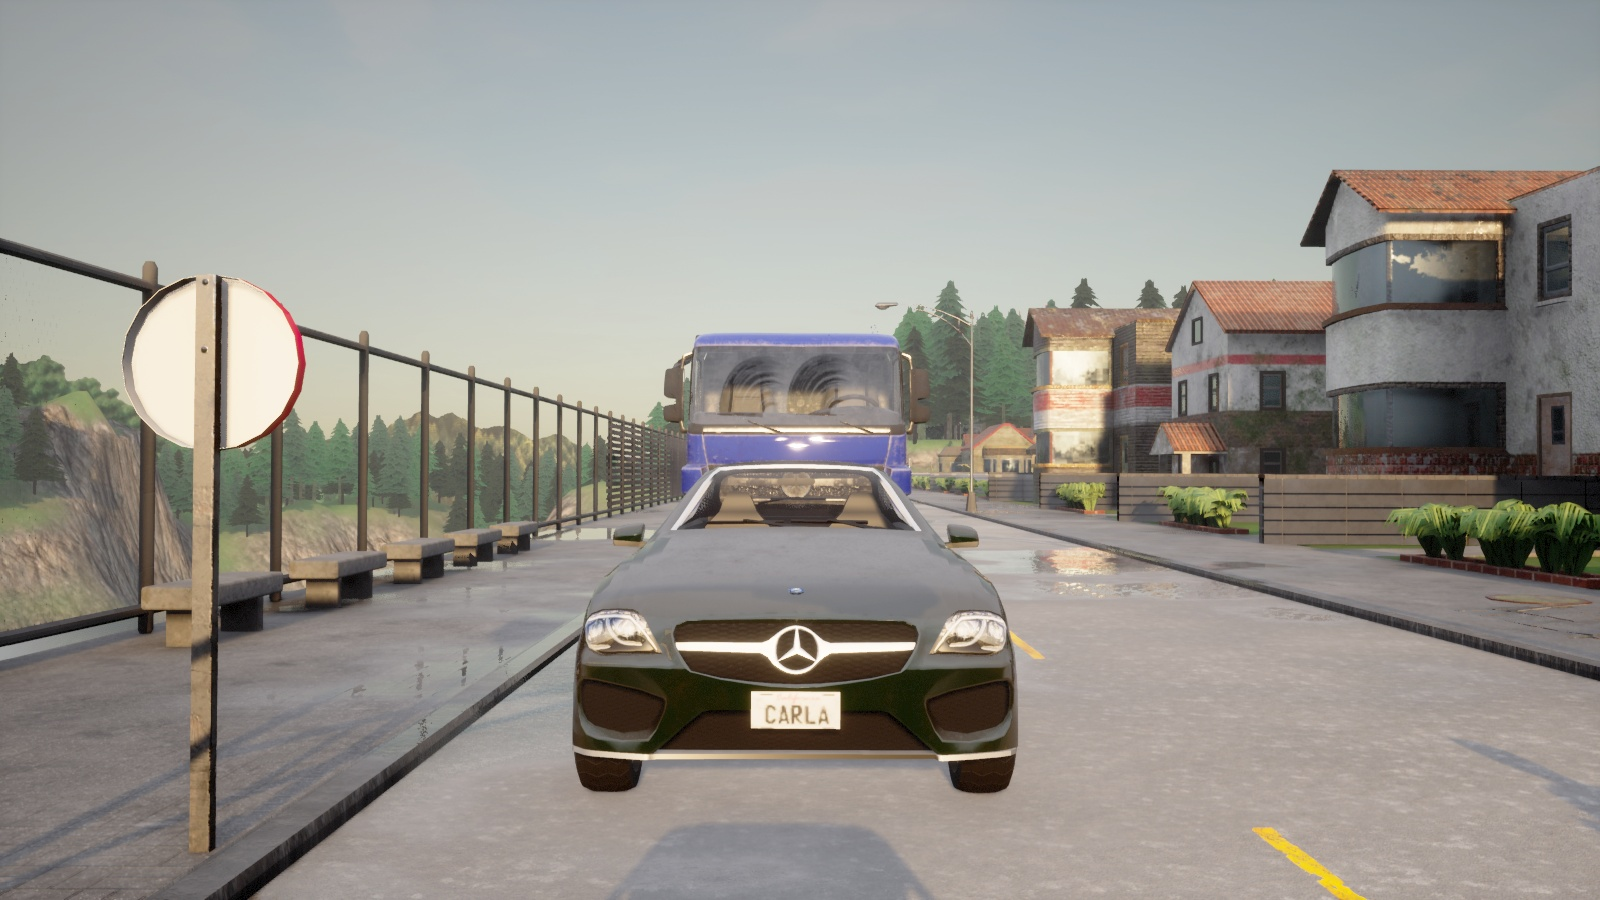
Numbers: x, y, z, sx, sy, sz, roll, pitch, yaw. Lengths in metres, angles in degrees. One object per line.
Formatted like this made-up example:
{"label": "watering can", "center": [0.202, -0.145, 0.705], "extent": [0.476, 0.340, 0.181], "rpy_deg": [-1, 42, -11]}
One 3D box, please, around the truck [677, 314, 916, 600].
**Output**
{"label": "truck", "center": [-0.052, 0.155, 19.219], "extent": [2.891, 3.462, 7.936], "rpy_deg": [0, -1, 0]}

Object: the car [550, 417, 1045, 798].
{"label": "car", "center": [-0.021, 0.727, 7.996], "extent": [2.152, 1.651, 5.027], "rpy_deg": [0, -1, 0]}
